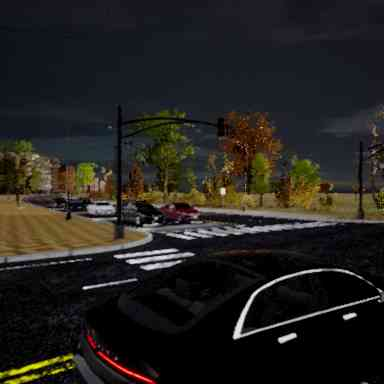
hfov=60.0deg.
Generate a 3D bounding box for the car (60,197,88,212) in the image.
[{"bbox_3d":[-14.191,1.634,40.467,1.994,1.385,4.181,0,0,-33],"label":"car"}]

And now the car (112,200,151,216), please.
[{"bbox_3d":[-6.308,1.596,34.268,2.033,1.411,5.357,0,0,-33],"label":"car"}]

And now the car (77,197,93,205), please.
[{"bbox_3d":[-20.521,1.631,63.565,1.994,1.385,4.181,0,0,-30],"label":"car"}]

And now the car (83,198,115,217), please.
[{"bbox_3d":[-8.764,1.584,32.089,1.812,1.442,4.674,0,0,-33],"label":"car"}]

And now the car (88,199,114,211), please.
[{"bbox_3d":[-11.710,1.625,42.657,1.994,1.385,4.181,0,0,-32],"label":"car"}]

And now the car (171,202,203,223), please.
[{"bbox_3d":[-0.985,1.560,26.157,1.812,1.442,4.674,0,0,-32],"label":"car"}]

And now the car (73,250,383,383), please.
[{"bbox_3d":[1.109,1.503,4.149,4.892,1.490,1.837,0,0,-35],"label":"car"}]

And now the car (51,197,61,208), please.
[{"bbox_3d":[-19.488,1.584,48.985,1.837,1.490,4.892,0,0,-31],"label":"car"}]

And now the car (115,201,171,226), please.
[{"bbox_3d":[-3.739,1.549,24.443,1.837,1.490,4.892,0,0,-33],"label":"car"}]
